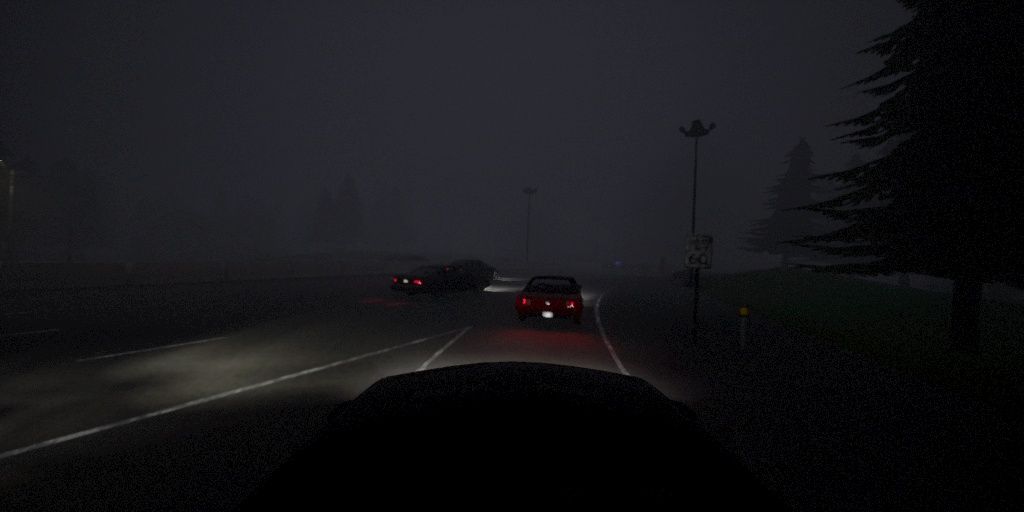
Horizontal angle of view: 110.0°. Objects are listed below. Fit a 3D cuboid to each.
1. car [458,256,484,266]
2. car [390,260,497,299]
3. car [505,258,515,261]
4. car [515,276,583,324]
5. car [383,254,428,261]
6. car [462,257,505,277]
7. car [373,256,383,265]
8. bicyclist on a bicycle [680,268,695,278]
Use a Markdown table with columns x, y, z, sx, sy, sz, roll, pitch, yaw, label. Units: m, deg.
| x | y | z | sx | sy | sz | roll | pitch | yaw | label |
| --- | --- | --- | --- | --- | --- | --- | --- | --- | --- |
| -6.867 | 0.836 | 60.963 | 1.837 | 1.490 | 4.892 | 2 | 0 | 29 | car |
| -3.115 | 1.090 | 16.747 | 2.033 | 1.411 | 5.357 | 2 | 1 | 29 | car |
| -1.811 | 0.995 | 55.690 | 1.882 | 1.535 | 5.008 | 2 | -1 | 29 | car |
| 1.407 | 1.327 | 12.111 | 1.895 | 1.301 | 4.718 | 2 | 1 | 10 | car |
| -11.102 | 0.638 | 38.889 | 1.837 | 1.490 | 4.892 | 2 | 0 | 29 | car |
| -2.718 | 0.993 | 24.702 | 1.837 | 1.490 | 4.892 | 2 | 1 | 29 | car |
| -15.348 | 0.476 | 45.668 | 1.837 | 1.490 | 4.892 | 2 | 0 | 29 | car |
| 21.377 | 1.862 | 43.737 | 1.656 | 1.620 | 0.582 | 6 | 2 | 29 | bicyclist on a bicycle |
